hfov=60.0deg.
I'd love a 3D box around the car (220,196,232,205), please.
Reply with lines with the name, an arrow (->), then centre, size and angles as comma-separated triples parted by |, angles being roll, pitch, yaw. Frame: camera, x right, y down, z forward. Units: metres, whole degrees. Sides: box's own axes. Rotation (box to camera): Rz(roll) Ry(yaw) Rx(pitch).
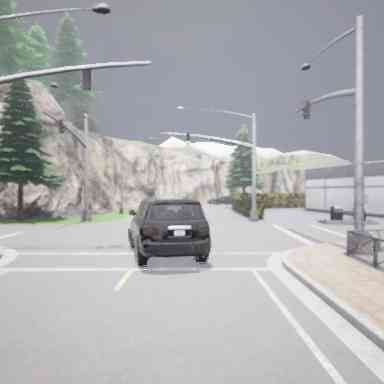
car -> 4.936, 1.494, 55.706 | 4.892, 1.490, 1.837 | 1, -1, -17

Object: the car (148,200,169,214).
car -> -3.590, 1.592, 36.624 | 1.895, 1.301, 4.718 | 0, 0, 0

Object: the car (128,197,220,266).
car -> -0.979, 1.220, 11.803 | 2.150, 2.045, 5.566 | 0, 0, -14
